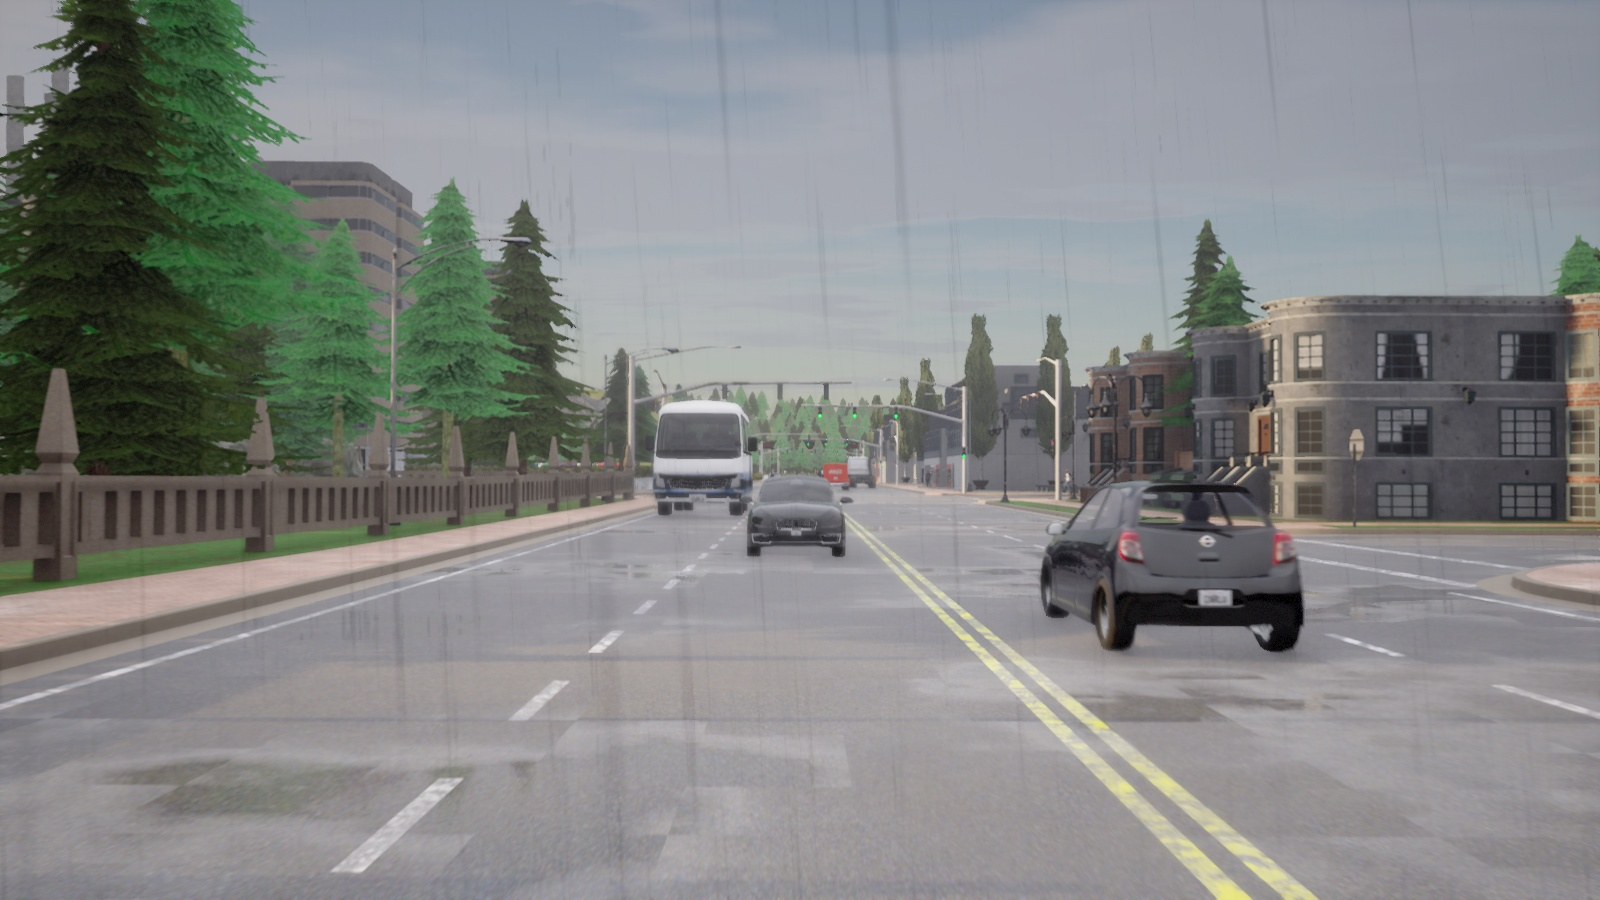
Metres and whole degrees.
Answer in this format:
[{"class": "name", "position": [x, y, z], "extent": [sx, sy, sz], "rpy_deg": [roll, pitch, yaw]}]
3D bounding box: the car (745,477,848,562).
[{"class": "car", "position": [-0.061, 1.295, 24.916], "extent": [1.837, 1.490, 4.892], "rpy_deg": [0, -1, 0]}]

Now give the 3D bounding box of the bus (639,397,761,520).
[{"class": "bus", "position": [-3.625, 0.381, 48.819], "extent": [3.944, 4.253, 10.273], "rpy_deg": [0, -1, 0]}]

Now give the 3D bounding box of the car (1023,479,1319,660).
[{"class": "car", "position": [3.469, 1.054, 12.465], "extent": [1.845, 1.501, 3.633], "rpy_deg": [0, -1, 0]}]
